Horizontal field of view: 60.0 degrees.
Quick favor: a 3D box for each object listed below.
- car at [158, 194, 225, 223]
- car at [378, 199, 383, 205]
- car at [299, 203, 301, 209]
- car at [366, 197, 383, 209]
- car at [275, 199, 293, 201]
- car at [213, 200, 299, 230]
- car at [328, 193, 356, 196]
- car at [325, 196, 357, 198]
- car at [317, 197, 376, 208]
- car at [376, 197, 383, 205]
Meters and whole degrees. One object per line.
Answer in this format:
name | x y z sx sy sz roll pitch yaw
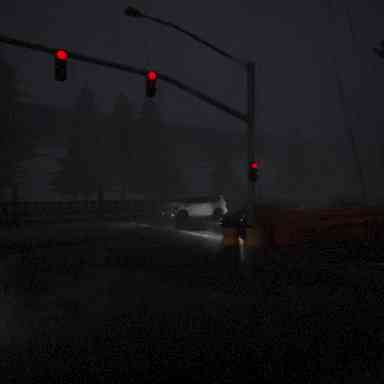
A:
car | 0.167 1.181 25.583 5.566 2.045 2.150 0 0 -35
car | 19.568 1.507 30.723 4.718 1.301 1.895 0 0 -35
car | 8.230 1.423 31.250 4.902 1.511 2.128 0 0 -35
car | 24.618 1.401 42.923 4.674 1.442 1.812 0 0 -35
car | 5.652 1.473 25.180 4.674 1.442 1.812 0 0 -35
car | 3.831 1.465 19.562 4.892 1.490 1.837 0 0 -36
car | 16.307 1.125 36.995 5.566 2.045 2.150 0 0 -35
car | 13.895 1.410 30.976 4.902 1.511 2.128 0 0 -35
car | 11.420 1.412 24.967 5.008 1.535 1.882 0 0 -35
car | 22.104 1.382 36.831 4.902 1.511 2.128 0 0 -35
